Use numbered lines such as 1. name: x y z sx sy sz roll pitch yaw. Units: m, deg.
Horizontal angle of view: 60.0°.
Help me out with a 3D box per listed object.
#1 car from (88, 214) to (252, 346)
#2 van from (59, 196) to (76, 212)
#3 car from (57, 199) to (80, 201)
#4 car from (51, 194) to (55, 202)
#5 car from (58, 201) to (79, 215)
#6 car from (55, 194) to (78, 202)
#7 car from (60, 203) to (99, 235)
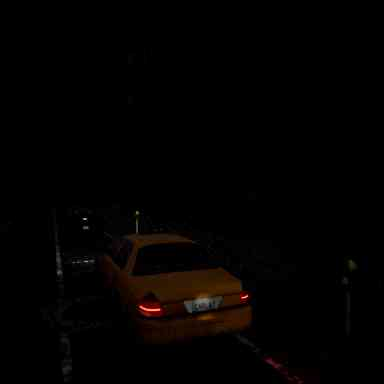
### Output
1. car: -0.844 1.457 6.737 1.801 1.575 5.366 0 0 -23
2. van: -14.681 1.342 39.042 1.690 1.788 3.998 0 0 -23
3. car: -10.416 1.566 28.851 1.947 1.339 4.313 0 0 -23
4. car: -31.891 1.468 79.418 1.967 1.590 4.097 0 0 -24
5. car: -8.283 1.551 23.755 2.008 1.369 4.403 0 0 -23
6. car: -12.549 1.316 33.946 2.192 1.841 5.009 0 0 -23
7. car: -6.151 1.551 18.660 2.008 1.369 4.403 0 0 -23
